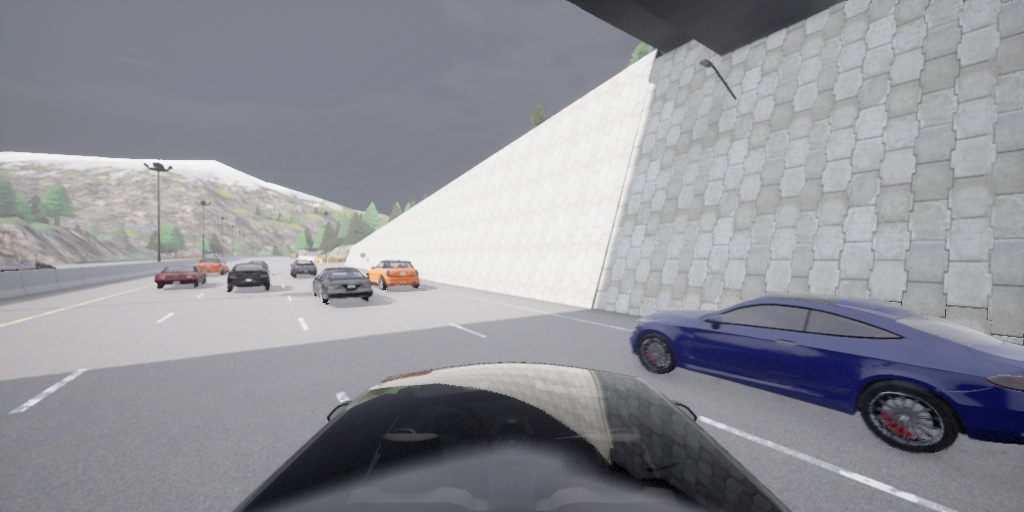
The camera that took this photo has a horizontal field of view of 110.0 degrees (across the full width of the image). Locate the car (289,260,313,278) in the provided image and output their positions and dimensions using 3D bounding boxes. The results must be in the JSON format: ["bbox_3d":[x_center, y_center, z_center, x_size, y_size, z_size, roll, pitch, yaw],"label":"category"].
[{"bbox_3d":[-18.678,1.086,32.077,2.128,1.511,4.902,0,0,-35],"label":"car"}]

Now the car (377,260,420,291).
[{"bbox_3d":[-7.223,1.002,21.554,2.097,1.767,4.553,0,0,-34],"label":"car"}]

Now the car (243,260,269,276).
[{"bbox_3d":[-24.987,1.144,35.084,1.994,1.385,4.181,0,0,-34],"label":"car"}]

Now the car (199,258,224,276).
[{"bbox_3d":[-28.625,0.939,34.200,2.097,1.767,4.553,0,0,-34],"label":"car"}]

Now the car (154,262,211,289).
[{"bbox_3d":[-20.603,1.246,22.500,1.895,1.301,4.718,0,0,-34],"label":"car"}]

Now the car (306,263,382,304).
[{"bbox_3d":[-7.680,1.225,16.030,2.033,1.411,5.357,0,0,-34],"label":"car"}]

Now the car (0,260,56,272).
[{"bbox_3d":[-36.469,0.981,26.895,1.994,1.385,4.181,0,0,-34],"label":"car"}]

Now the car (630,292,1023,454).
[{"bbox_3d":[3.989,1.258,5.198,1.812,1.442,4.674,0,0,-34],"label":"car"}]

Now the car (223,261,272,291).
[{"bbox_3d":[-15.353,1.130,21.031,1.882,1.535,5.008,0,0,-34],"label":"car"}]
